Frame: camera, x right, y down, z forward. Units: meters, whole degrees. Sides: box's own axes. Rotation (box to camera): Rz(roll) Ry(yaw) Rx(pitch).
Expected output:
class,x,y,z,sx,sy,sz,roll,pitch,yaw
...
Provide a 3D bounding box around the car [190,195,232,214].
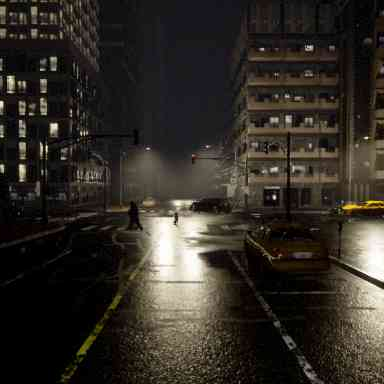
class,x,y,z,sx,sy,sz,roll,pitch,yaw
car,1.888,1.339,34.760,4.553,1.767,2.097,0,-1,43

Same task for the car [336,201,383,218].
class,x,y,z,sx,sy,sz,roll,pitch,yaw
car,16.625,1.598,31.003,5.008,1.535,1.882,0,1,0

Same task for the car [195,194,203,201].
class,x,y,z,sx,sy,sz,roll,pitch,yaw
car,1.918,1.424,87.883,1.967,1.590,4.097,-1,0,0

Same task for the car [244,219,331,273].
class,x,y,z,sx,sy,sz,roll,pitch,yaw
car,2.720,1.522,10.520,1.752,1.417,4.829,-1,0,0

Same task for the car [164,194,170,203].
class,x,y,z,sx,sy,sz,roll,pitch,yaw
car,-6.313,1.531,70.846,1.887,1.381,4.507,-1,0,0

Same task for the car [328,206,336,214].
class,x,y,z,sx,sy,sz,roll,pitch,yaw
car,16.027,1.624,33.599,4.403,1.369,2.008,0,0,0

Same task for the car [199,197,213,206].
class,x,y,z,sx,sy,sz,roll,pitch,yaw
car,2.214,1.539,53.957,2.008,1.369,4.403,-1,0,0

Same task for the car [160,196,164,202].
class,x,y,z,sx,sy,sz,roll,pitch,yaw
car,-6.166,1.554,53.884,1.947,1.339,4.313,-1,0,0

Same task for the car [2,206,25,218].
class,x,y,z,sx,sy,sz,roll,pitch,yaw
car,-16.787,1.491,27.997,4.718,1.301,1.895,0,1,0

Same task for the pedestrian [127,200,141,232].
class,x,y,z,sx,sy,sz,roll,pitch,yaw
pedestrian,-3.250,1.289,18.624,0.375,1.860,0.375,-1,1,0

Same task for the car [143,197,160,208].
class,x,y,z,sx,sy,sz,roll,pitch,yaw
car,-6.116,1.514,48.060,1.752,1.417,4.829,-1,0,0

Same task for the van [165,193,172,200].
class,x,y,z,sx,sy,sz,roll,pitch,yaw
van,-6.512,1.325,93.465,1.690,1.788,3.998,-1,0,0

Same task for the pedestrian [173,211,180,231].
class,x,y,z,sx,sy,sz,roll,pitch,yaw
pedestrian,-0.884,1.289,19.242,0.375,1.860,0.375,-1,1,0
